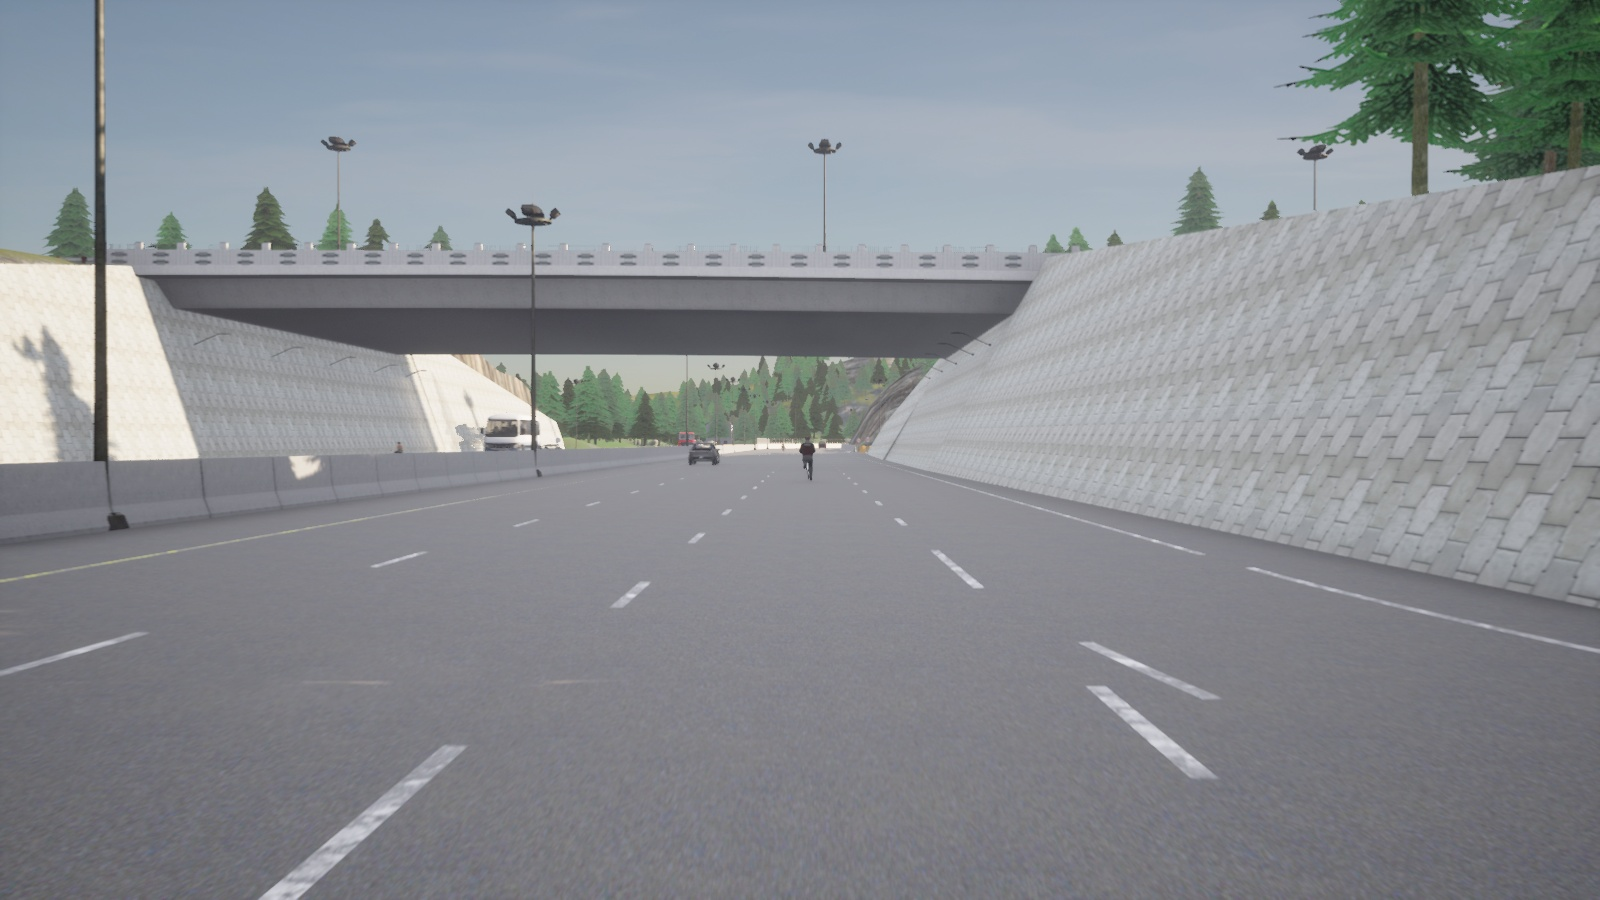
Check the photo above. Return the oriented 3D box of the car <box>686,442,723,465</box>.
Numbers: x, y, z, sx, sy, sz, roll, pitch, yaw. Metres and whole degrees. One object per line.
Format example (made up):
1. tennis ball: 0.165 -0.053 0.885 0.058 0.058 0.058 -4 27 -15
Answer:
1. car: -6.498 0.214 85.670 2.128 1.511 4.902 0 0 0
